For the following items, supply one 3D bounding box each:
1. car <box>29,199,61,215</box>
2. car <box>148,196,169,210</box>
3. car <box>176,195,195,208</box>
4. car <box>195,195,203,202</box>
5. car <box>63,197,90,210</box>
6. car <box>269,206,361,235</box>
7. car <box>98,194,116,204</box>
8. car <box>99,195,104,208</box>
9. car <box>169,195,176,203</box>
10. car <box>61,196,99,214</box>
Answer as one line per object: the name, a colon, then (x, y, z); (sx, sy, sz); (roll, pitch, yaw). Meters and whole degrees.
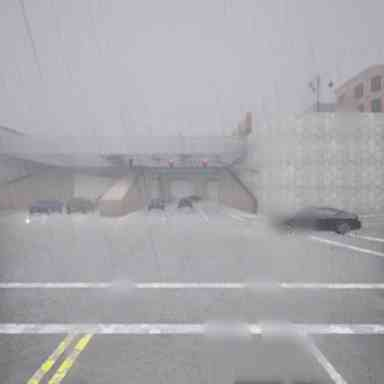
car: (-14.796, 1.422, 33.909); (1.882, 1.535, 5.008); (0, 0, -1)
car: (-4.281, 1.481, 40.900); (2.033, 1.411, 5.357); (0, 0, -1)
car: (-0.944, 1.448, 47.724); (1.812, 1.442, 4.674); (0, 0, -1)
car: (0.755, 1.359, 73.176); (1.882, 1.535, 5.008); (0, 0, 24)
car: (-15.033, 1.433, 43.525); (1.837, 1.490, 4.892); (0, 0, -1)
car: (6.601, 1.509, 18.056); (4.674, 1.442, 1.812); (0, 1, 7)
car: (-15.310, 1.253, 60.242); (2.097, 1.767, 4.553); (0, 0, 0)
car: (-11.524, 1.282, 43.190); (2.097, 1.767, 4.553); (0, 0, -1)
car: (-4.271, 1.415, 67.557); (1.812, 1.442, 4.674); (0, 0, 10)
car: (-11.297, 1.449, 34.022); (1.837, 1.490, 4.892); (0, 0, -1)
